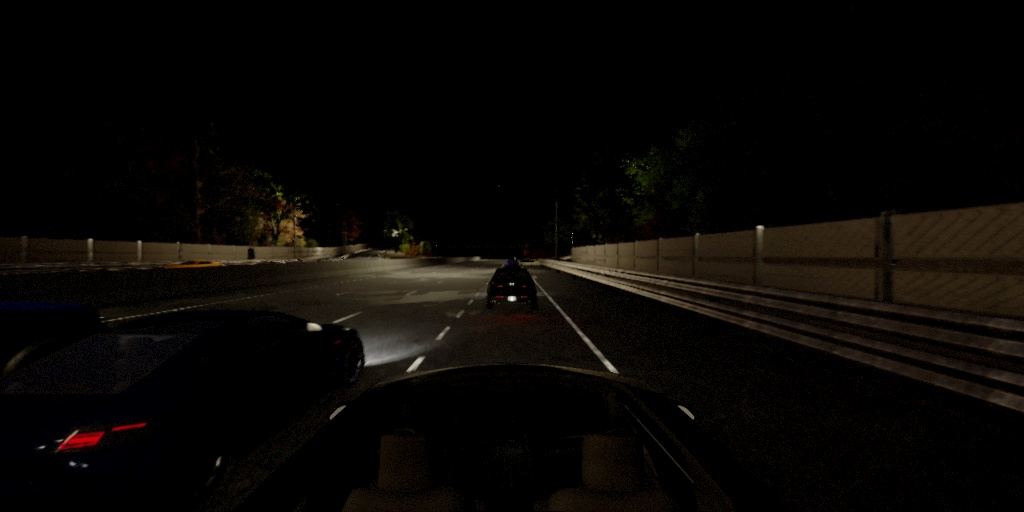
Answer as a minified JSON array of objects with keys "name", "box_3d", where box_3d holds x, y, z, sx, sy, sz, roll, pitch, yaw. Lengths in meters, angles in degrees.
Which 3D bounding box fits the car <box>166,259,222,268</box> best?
[{"name":"car","box_3d":[-31.538,1.126,35.722,1.882,1.535,5.008,0,1,1]}]

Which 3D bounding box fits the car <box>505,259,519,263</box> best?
[{"name":"car","box_3d":[-0.003,1.152,47.368,1.812,1.442,4.674,0,0,0]}]

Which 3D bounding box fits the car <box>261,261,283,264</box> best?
[{"name":"car","box_3d":[-24.528,1.208,36.609,1.994,1.385,4.181,0,0,1]}]

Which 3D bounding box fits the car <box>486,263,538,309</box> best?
[{"name":"car","box_3d":[-0.002,1.208,14.712,1.837,1.490,4.892,0,0,0]}]

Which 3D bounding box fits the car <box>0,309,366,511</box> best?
[{"name":"car","box_3d":[-3.398,1.304,4.226,1.994,1.385,4.181,0,0,0]}]

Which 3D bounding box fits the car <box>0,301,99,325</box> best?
[{"name":"car","box_3d":[-6.901,0.967,2.874,2.150,2.045,5.566,0,0,0]}]

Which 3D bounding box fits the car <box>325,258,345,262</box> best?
[{"name":"car","box_3d":[-28.002,1.105,56.495,2.128,1.511,4.902,0,0,0]}]

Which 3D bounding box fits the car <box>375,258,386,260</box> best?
[{"name":"car","box_3d":[-21.002,1.103,56.422,2.128,1.511,4.902,0,0,0]}]
